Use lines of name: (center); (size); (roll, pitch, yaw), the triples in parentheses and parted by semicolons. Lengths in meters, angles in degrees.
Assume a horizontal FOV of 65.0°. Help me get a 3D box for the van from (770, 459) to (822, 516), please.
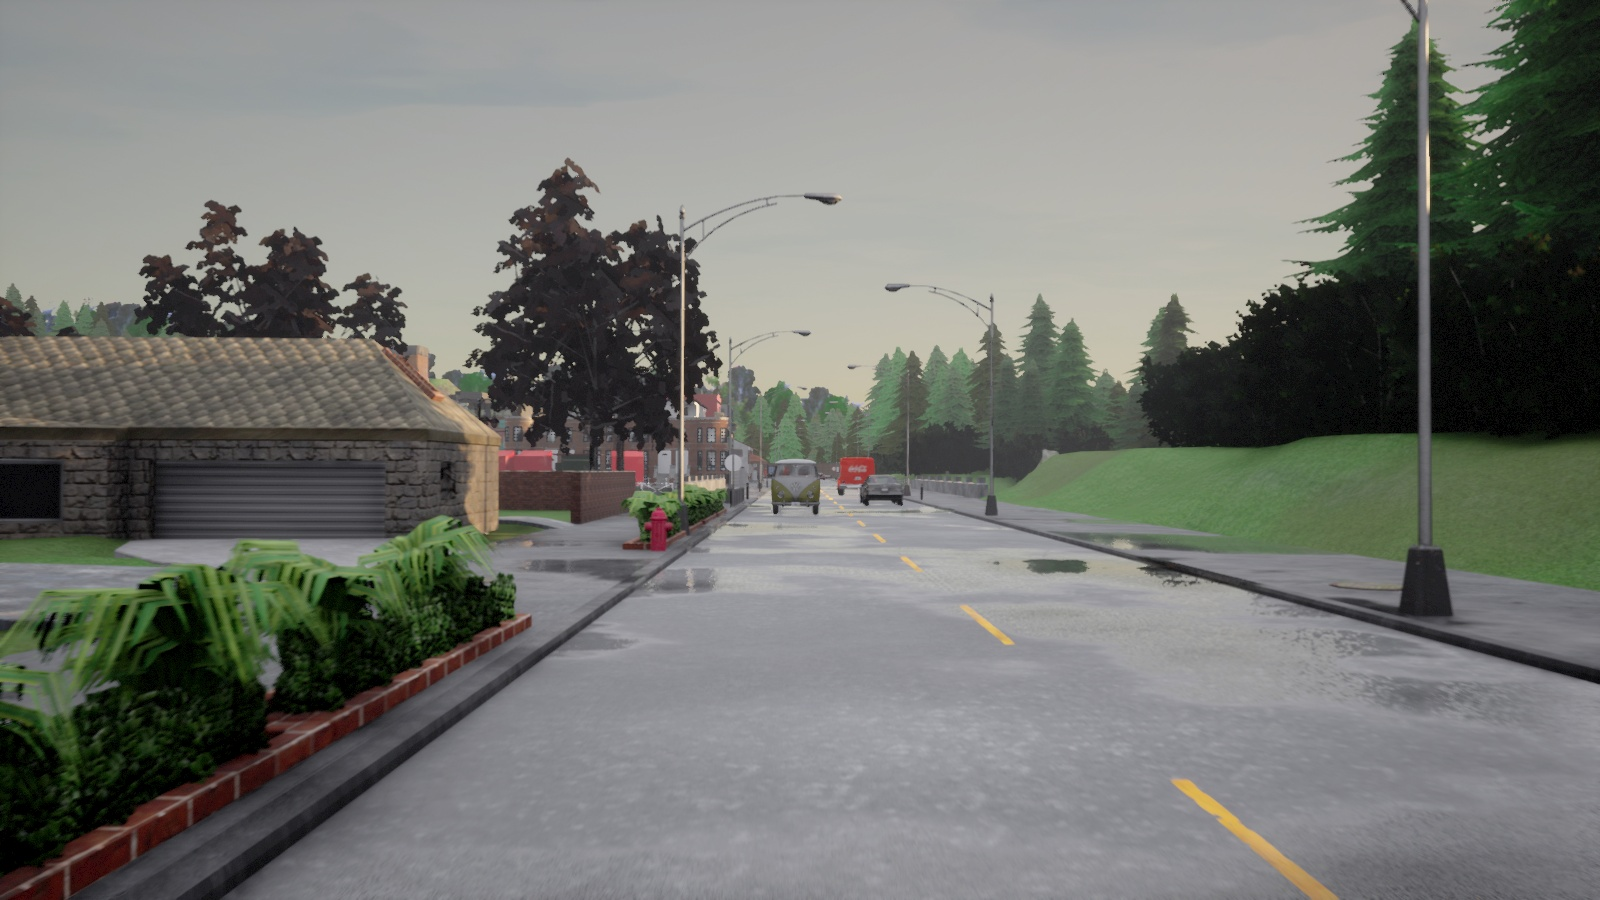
van: (-0.144, 1.338, 45.970); (1.775, 1.987, 4.442); (0, -1, 0)

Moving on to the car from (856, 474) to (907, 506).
car: (3.813, 1.840, 59.314); (2.033, 1.411, 5.357); (0, -1, 0)

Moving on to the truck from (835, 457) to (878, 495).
truck: (3.729, 1.718, 83.747); (2.627, 2.467, 5.204); (0, -1, 0)
